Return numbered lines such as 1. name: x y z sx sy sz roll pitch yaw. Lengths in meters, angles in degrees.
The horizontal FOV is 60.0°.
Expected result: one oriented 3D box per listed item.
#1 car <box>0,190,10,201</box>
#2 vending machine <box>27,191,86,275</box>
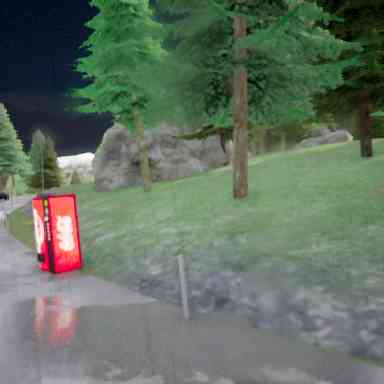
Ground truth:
1. car: -22.044 0.409 36.898 1.812 1.442 4.674 -3 3 -6
2. vending machine: -3.775 1.090 9.295 1.100 2.100 0.880 -6 1 -44
